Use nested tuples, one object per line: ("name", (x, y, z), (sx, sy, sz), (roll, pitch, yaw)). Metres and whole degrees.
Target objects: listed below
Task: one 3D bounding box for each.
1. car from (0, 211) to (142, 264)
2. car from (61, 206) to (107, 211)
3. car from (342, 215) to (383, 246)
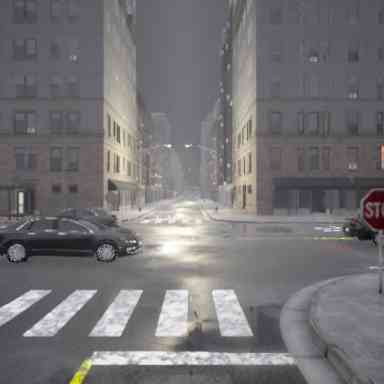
("car", (-4.222, 1.556, 11.558), (4.892, 1.490, 1.837), (0, 0, 0))
("car", (-6.422, 1.576, 18.256), (4.892, 1.490, 1.837), (0, 0, 0))
("car", (9.376, 1.519, 14.823), (5.008, 1.535, 1.882), (0, 0, 0))
